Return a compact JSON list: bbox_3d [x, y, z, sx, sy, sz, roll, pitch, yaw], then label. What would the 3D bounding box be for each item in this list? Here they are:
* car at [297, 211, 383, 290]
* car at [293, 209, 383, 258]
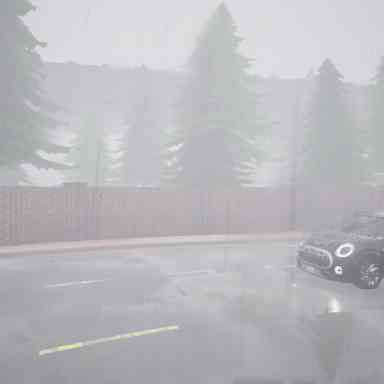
[{"bbox_3d":[5.164,1.352,8.920,4.553,1.767,2.097,0,0,-14],"label":"car"},{"bbox_3d":[6.694,1.491,12.913,4.902,1.511,2.128,0,0,-14],"label":"car"}]
